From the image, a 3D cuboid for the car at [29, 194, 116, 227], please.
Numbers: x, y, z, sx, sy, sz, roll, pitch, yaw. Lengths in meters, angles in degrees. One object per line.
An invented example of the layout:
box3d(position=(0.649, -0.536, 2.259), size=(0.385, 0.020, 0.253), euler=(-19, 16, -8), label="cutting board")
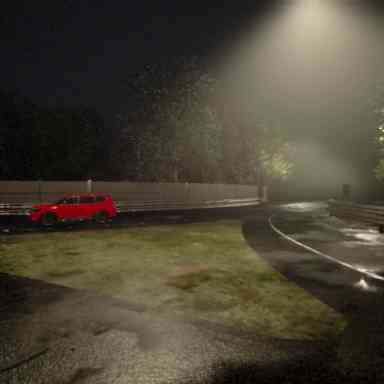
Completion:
box3d(position=(-7.984, 1.170, 22.637), size=(5.566, 2.045, 2.150), euler=(0, 0, -29), label="car")
